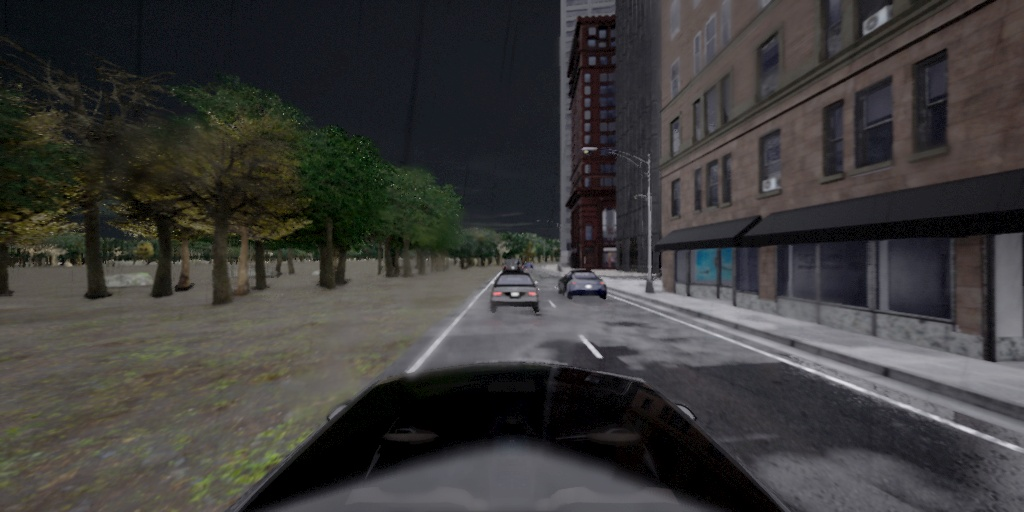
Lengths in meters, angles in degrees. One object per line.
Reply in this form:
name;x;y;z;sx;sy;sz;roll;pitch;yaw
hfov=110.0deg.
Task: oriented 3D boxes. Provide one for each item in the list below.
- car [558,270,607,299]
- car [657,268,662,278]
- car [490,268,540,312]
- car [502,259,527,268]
car;3.604;1.430;18.909;1.994;1.385;4.181;0;-1;0
car;16.049;1.490;33.071;5.008;1.535;1.882;0;-1;-1
car;0.104;1.373;14.684;2.033;1.411;5.357;0;-1;0
car;0.110;1.289;37.782;2.150;2.045;5.566;0;-1;0
